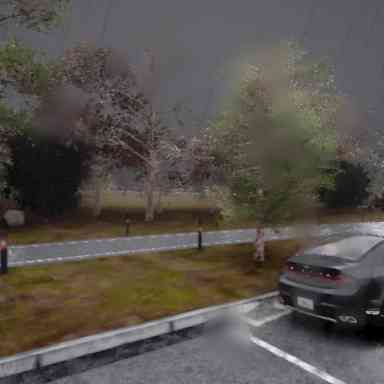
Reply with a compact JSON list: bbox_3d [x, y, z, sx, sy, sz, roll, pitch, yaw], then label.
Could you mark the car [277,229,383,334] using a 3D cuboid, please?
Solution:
[{"bbox_3d":[3.858,1.487,6.567,4.892,1.521,2.231,0,-3,-32],"label":"car"}]
